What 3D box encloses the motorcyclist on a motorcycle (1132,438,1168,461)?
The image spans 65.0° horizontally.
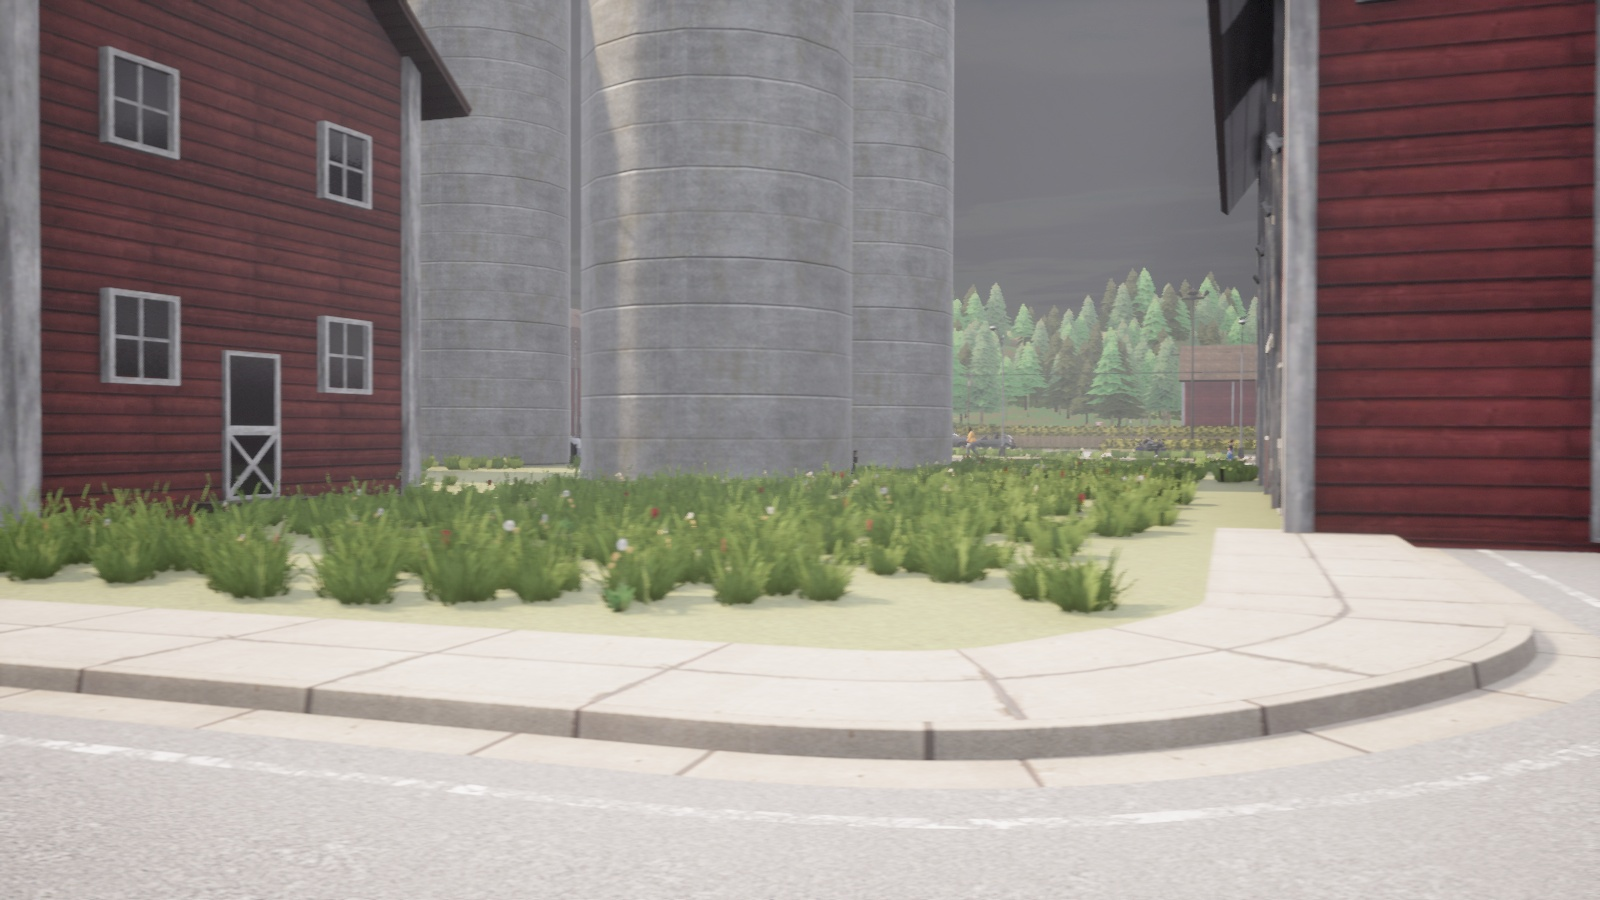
[{"bbox_3d":[23.798,-0.041,85.384,2.191,1.530,0.866,1,1,26],"label":"motorcyclist on a motorcycle"}]

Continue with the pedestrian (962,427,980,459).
[{"bbox_3d":[10.216,-0.418,74.963,0.900,1.855,0.874,1,1,18],"label":"pedestrian"}]
